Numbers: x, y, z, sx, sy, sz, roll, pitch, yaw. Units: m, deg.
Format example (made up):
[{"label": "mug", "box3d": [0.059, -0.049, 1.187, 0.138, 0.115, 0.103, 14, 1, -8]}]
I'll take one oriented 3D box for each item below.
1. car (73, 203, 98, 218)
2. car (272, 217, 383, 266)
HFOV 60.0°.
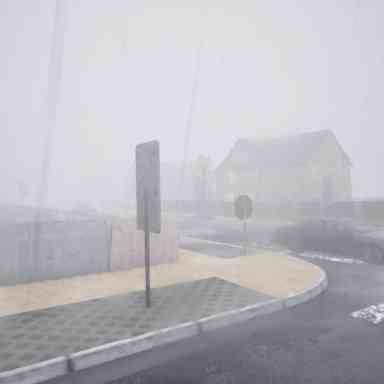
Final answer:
[{"label": "car", "box3d": [-12.403, 2.107, 38.445, 1.837, 1.490, 4.892, -2, 0, -34]}, {"label": "car", "box3d": [5.461, 1.659, 12.329, 2.033, 1.411, 5.357, -2, -1, -34]}]
